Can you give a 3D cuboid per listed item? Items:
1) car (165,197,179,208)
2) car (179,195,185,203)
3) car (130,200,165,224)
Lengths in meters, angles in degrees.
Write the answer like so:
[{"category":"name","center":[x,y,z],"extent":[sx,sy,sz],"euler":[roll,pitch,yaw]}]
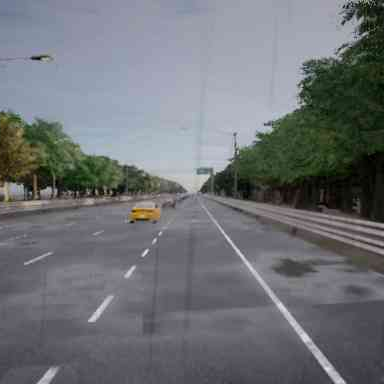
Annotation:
[{"category":"car","center":[-3.360,1.654,49.855],"extent":[1.812,1.442,4.674],"euler":[0,0,0]},{"category":"car","center":[-3.203,1.744,73.031],"extent":[2.033,1.411,5.357],"euler":[0,0,0]},{"category":"car","center":[-3.463,1.532,25.574],"extent":[1.882,1.535,5.008],"euler":[0,0,0]}]
